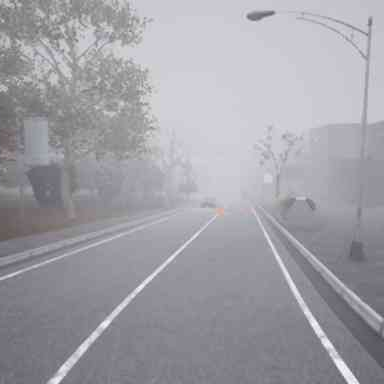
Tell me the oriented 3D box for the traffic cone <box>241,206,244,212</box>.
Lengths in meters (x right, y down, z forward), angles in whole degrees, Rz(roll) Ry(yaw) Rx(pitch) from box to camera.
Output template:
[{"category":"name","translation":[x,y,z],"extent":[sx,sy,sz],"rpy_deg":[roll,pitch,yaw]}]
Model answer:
[{"category":"traffic cone","translation":[5.348,1.814,35.177],"extent":[0.340,0.580,0.340],"rpy_deg":[1,0,9]}]

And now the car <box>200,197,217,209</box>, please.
[{"category":"car","translation":[2.199,1.290,41.861],"extent":[2.033,1.411,5.357],"rpy_deg":[1,0,8]}]
